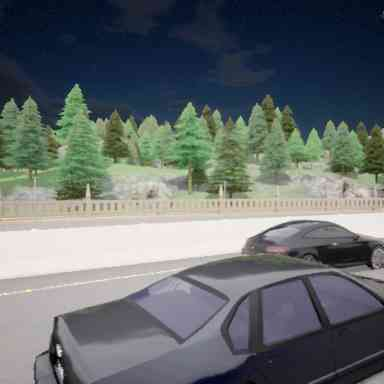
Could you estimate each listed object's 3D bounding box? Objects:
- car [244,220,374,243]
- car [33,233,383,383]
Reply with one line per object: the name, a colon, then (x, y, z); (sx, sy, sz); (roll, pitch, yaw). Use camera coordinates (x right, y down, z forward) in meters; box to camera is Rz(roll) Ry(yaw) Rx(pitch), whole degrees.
car: (3.534, 1.524, 9.512); (4.674, 1.442, 1.812); (0, 0, -29)
car: (1.034, 1.547, 4.130); (5.357, 1.411, 2.033); (0, 0, -31)
